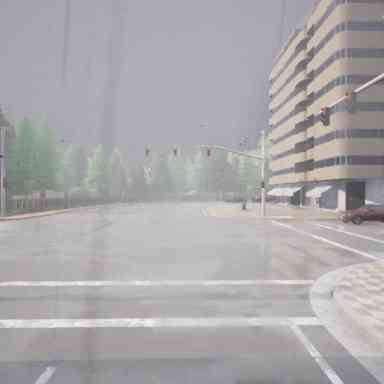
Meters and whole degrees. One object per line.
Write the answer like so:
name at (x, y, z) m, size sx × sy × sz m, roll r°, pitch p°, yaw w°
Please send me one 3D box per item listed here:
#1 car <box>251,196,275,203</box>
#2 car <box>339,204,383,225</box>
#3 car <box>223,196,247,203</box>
car at (14.171, 1.526, 67.955) m, size 4.674 × 1.442 × 1.812 m, roll 0°, pitch 0°, yaw -34°
car at (13.155, 1.581, 24.207) m, size 4.674 × 1.442 × 1.812 m, roll 0°, pitch 0°, yaw -1°
car at (8.858, 1.547, 68.251) m, size 5.357 × 1.411 × 2.033 m, roll 0°, pitch 0°, yaw -38°
